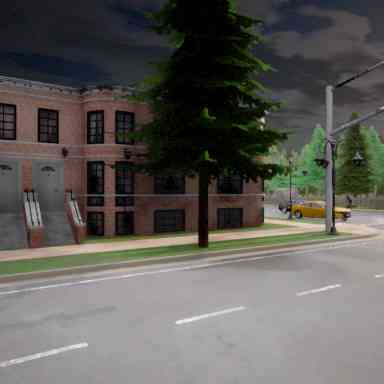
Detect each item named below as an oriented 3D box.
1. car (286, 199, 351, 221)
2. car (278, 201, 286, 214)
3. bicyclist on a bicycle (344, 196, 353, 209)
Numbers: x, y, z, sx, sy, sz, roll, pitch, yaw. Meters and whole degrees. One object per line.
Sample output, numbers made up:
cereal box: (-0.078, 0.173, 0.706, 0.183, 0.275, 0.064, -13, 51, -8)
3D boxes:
car: (10.390, 1.478, 27.031, 1.882, 1.535, 5.008, 0, 0, -31)
car: (10.824, 1.491, 33.156, 2.128, 1.511, 4.902, 0, 0, -31)
bicyclist on a bicycle: (19.144, 1.301, 40.639, 1.656, 1.620, 0.582, 0, 0, -31)
